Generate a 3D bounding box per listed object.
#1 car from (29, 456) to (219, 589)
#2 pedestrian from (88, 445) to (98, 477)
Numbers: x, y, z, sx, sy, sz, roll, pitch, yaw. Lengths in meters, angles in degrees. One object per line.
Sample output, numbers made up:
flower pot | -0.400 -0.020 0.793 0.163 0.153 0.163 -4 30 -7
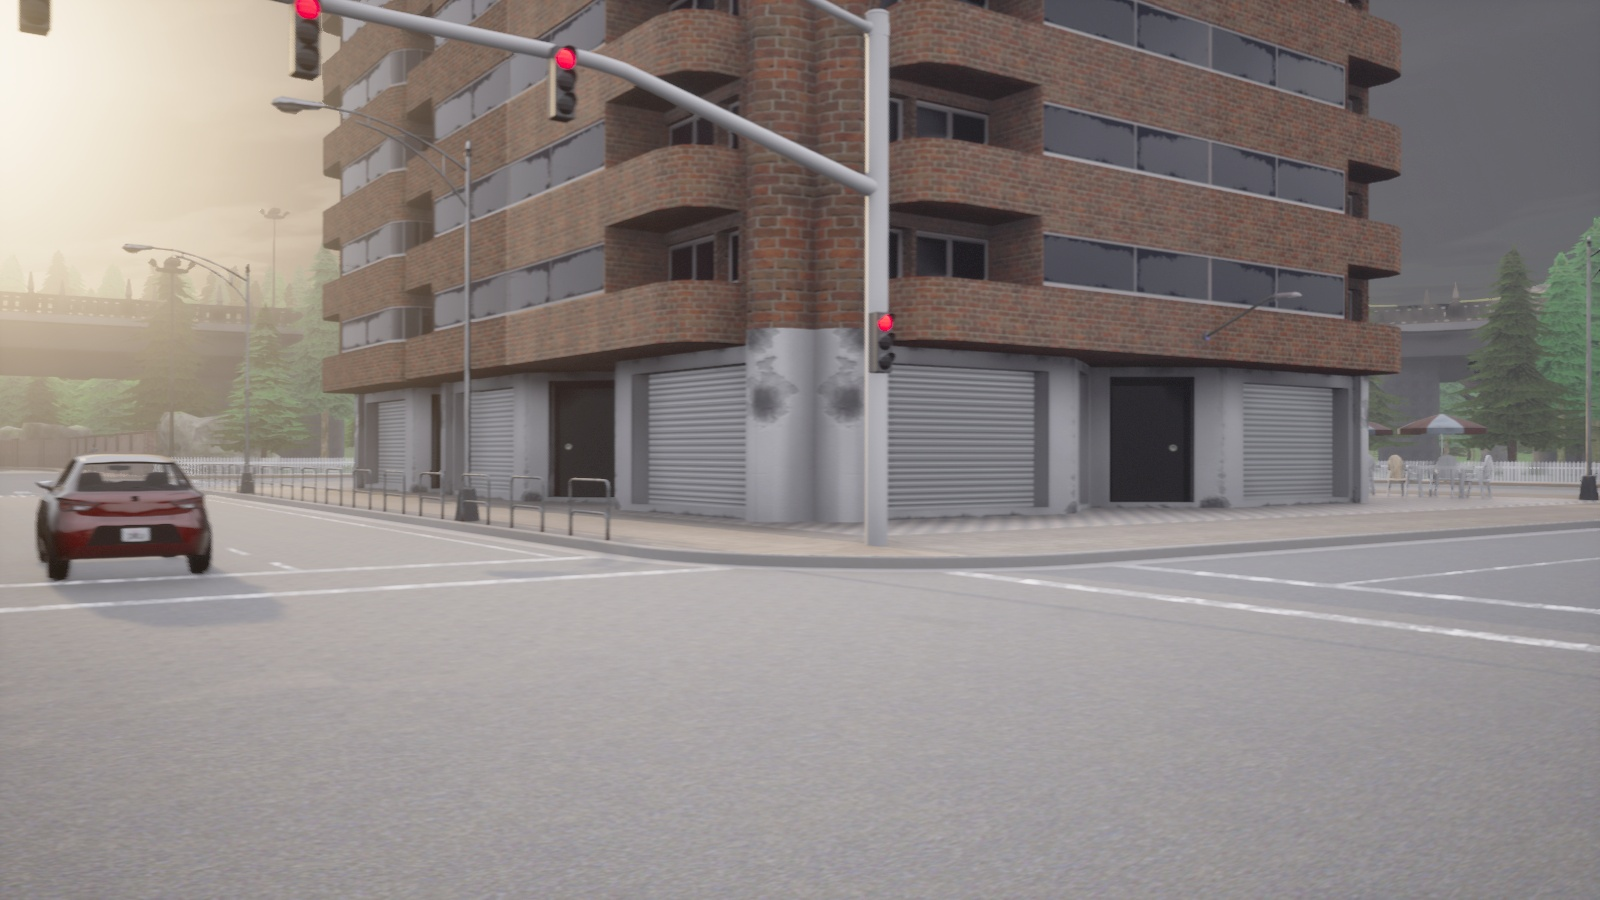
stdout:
car | -8.827 0.817 16.213 1.816 1.474 4.193 0 0 -33
pedestrian | -43.830 0.687 77.875 0.423 1.949 0.788 0 0 -37
